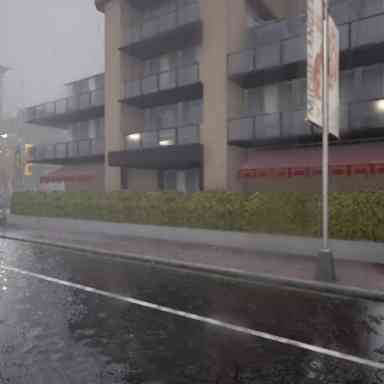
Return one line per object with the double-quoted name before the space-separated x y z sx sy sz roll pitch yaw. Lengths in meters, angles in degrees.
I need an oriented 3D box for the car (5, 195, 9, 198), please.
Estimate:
"car" -41.708 1.406 75.211 4.892 1.521 2.231 0 0 35
